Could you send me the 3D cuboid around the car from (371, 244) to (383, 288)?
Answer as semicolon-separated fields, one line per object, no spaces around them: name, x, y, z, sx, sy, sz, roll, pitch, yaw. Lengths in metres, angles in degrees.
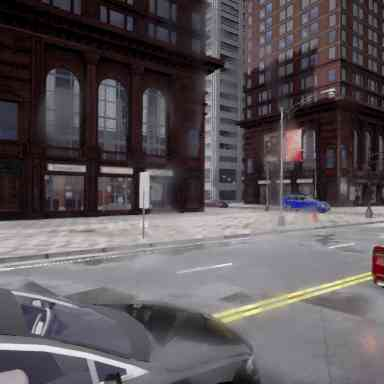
car;6.227;1.488;7.875;5.008;1.535;1.882;0;0;-35

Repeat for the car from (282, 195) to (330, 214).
car;12.834;1.400;37.842;2.150;2.045;5.566;1;0;-35

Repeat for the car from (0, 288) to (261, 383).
car;-1.602;1.492;2.303;4.902;1.511;2.128;0;0;-35

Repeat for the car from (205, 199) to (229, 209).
car;3.691;1.817;50.696;1.994;1.385;4.181;1;-1;-36
